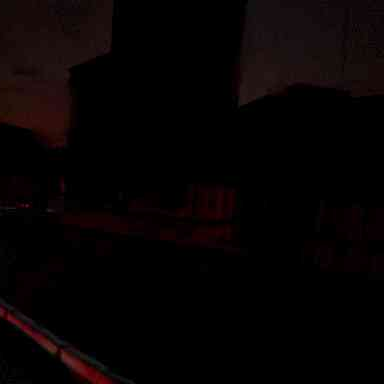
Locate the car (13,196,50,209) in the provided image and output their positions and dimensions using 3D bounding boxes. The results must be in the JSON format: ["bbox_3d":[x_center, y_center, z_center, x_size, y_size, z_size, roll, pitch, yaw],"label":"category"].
[{"bbox_3d":[-22.727,1.489,47.383,2.128,1.511,4.902,5,-1,10],"label":"car"}]

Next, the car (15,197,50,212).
[{"bbox_3d":[-19.841,1.686,41.724,2.033,1.411,5.357,5,-1,4],"label":"car"}]
